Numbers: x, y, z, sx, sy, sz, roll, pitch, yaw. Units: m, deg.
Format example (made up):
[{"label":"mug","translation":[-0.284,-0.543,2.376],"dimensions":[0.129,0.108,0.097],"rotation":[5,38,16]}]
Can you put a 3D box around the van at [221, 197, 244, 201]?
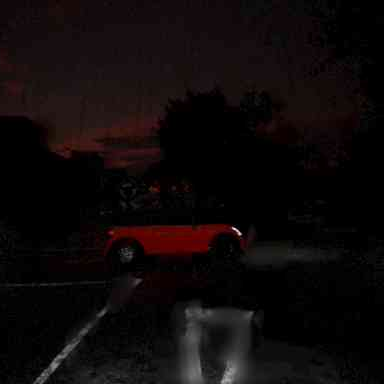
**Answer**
[{"label":"van","translation":[9.339,2.217,73.654],"dimensions":[4.442,1.987,1.878],"rotation":[0,0,-5]}]

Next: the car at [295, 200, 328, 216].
[{"label":"car","translation":[12.724,1.624,35.445],"dimensions":[2.097,1.767,4.553],"rotation":[-3,-2,42]}]

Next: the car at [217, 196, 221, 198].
[{"label":"car","translation":[8.708,2.405,81.958],"dimensions":[4.792,1.488,2.163],"rotation":[0,0,-5]}]

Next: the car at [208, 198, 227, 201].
[{"label":"car","translation":[5.016,2.426,66.485],"dimensions":[1.837,1.490,4.892],"rotation":[1,-1,-8]}]

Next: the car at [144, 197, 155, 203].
[{"label":"car","translation":[-8.877,2.117,67.998],"dimensions":[2.033,1.411,5.357],"rotation":[0,0,-6]}]

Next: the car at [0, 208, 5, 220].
[{"label":"car","translation":[-16.972,1.576,26.113],"dimensions":[1.994,1.385,4.181],"rotation":[-1,-2,18]}]

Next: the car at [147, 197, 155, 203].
[{"label":"car","translation":[-11.030,2.202,90.265],"dimensions":[2.128,1.511,4.902],"rotation":[0,0,-5]}]

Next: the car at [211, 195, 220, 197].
[{"label":"car","translation":[8.167,2.331,87.481],"dimensions":[5.008,1.535,2.097],"rotation":[0,0,-5]}]

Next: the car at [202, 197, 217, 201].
[{"label":"car","translation":[4.072,2.447,76.608],"dimensions":[1.994,1.385,4.181],"rotation":[0,0,-5]}]

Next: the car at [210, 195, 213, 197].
[{"label":"car","translation":[7.935,2.184,90.246],"dimensions":[4.553,1.767,2.185],"rotation":[0,0,-5]}]

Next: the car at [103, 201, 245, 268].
[{"label":"car","translation":[-0.598,1.321,10.971],"dimensions":[4.553,1.767,2.097],"rotation":[-1,-2,-14]}]
